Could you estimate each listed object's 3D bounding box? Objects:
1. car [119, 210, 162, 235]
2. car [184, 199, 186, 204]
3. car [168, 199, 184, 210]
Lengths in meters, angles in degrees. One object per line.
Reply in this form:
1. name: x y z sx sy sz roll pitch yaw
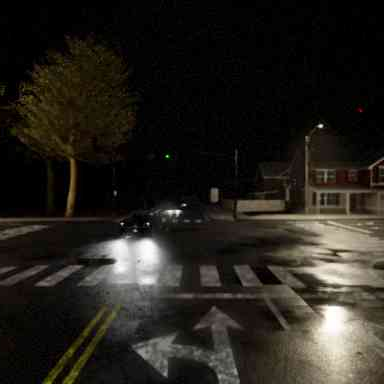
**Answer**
1. car: -3.054 1.824 20.367 1.895 1.301 4.718 0 0 2
2. car: -2.678 2.529 88.057 1.895 1.301 4.718 0 -1 0
3. car: -2.807 2.141 53.009 2.128 1.511 4.902 0 0 0
